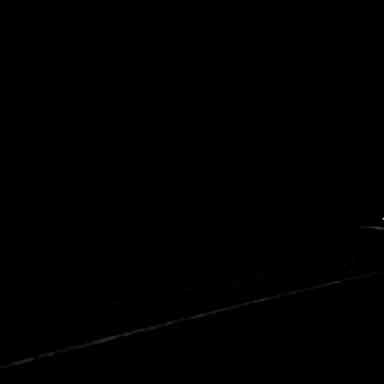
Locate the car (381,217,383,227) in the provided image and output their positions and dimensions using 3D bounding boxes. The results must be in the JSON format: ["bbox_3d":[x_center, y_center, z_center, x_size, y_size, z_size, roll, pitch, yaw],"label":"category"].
[{"bbox_3d":[26.276,3.520,42.339,5.566,2.045,2.150,5,-3,-37],"label":"car"}]
